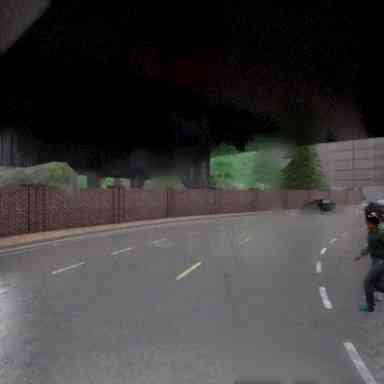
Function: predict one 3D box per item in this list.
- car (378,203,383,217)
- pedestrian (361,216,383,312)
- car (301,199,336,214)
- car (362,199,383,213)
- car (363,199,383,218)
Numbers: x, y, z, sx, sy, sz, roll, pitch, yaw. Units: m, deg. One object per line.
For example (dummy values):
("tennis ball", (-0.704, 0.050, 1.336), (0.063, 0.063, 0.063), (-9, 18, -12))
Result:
("car", (13.089, 1.525, 20.111), (1.812, 1.442, 4.674), (0, 0, 44))
("pedestrian", (3.428, 1.293, 6.173), (0.375, 1.860, 0.375), (0, 0, 14))
("car", (13.476, 1.476, 35.326), (5.008, 1.535, 1.882), (0, 0, -43))
("car", (20.998, 1.523, 37.529), (4.674, 1.442, 1.812), (0, 0, -43))
("car", (16.073, 1.502, 27.830), (4.892, 1.490, 1.837), (0, 0, -43))
